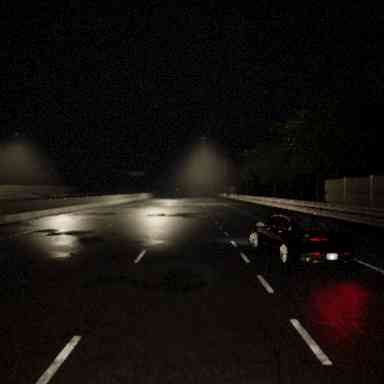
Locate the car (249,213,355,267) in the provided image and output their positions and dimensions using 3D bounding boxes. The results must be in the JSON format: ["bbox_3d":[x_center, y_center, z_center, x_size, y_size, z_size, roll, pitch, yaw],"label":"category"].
[{"bbox_3d":[3.417,1.465,11.171,1.837,1.490,4.892,2,-1,-7],"label":"car"}]
